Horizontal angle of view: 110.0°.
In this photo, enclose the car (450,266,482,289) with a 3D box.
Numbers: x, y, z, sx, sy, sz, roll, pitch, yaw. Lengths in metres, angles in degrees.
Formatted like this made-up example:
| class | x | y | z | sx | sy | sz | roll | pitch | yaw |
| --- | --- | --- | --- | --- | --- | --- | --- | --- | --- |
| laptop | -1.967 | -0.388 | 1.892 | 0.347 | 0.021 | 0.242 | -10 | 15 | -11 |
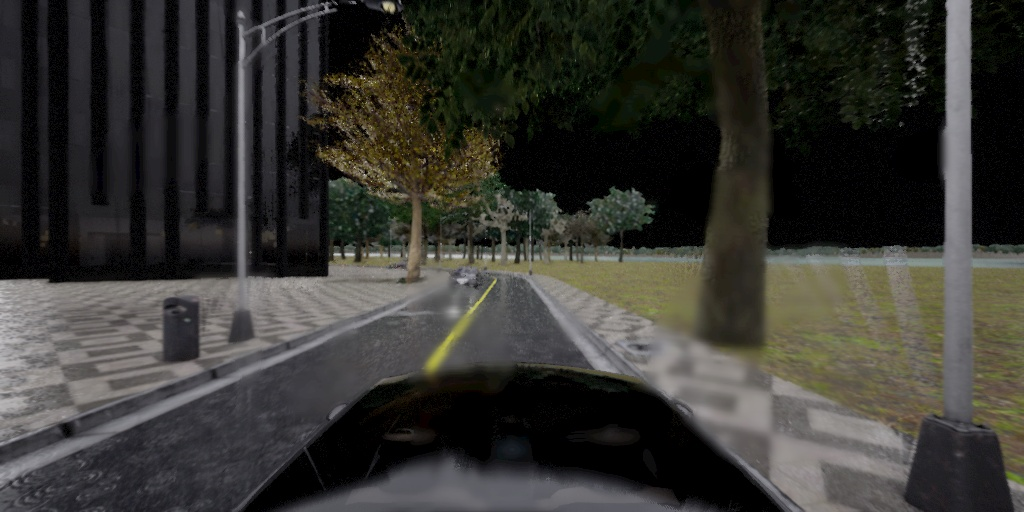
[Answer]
| class | x | y | z | sx | sy | sz | roll | pitch | yaw |
| --- | --- | --- | --- | --- | --- | --- | --- | --- | --- |
| car | -3.171 | 1.473 | 25.313 | 2.128 | 1.511 | 4.902 | 0 | 0 | -1 |
